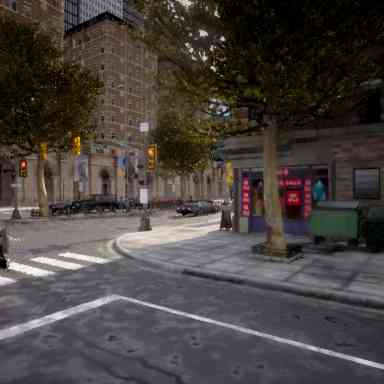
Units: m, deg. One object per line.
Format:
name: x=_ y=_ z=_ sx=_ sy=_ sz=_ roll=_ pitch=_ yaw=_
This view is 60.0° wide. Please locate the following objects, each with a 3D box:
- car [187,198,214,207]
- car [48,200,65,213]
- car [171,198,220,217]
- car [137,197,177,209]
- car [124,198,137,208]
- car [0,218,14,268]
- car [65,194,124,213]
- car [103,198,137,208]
car: x=1.425 y=1.601 z=52.756 sx=1.895 sy=1.301 sz=4.718 roll=0 pitch=0 yaw=36
car: x=-13.763 y=1.547 z=37.679 sx=2.033 sy=1.411 sz=5.357 roll=0 pitch=0 yaw=36
car: x=0.667 y=1.548 z=31.790 sx=2.033 sy=1.411 sz=5.357 roll=0 pitch=0 yaw=35
car: x=-4.594 y=1.478 z=44.420 sx=1.882 sy=1.535 sz=5.008 roll=0 pitch=0 yaw=36
car: x=-8.138 y=1.526 z=45.468 sx=1.812 sy=1.442 sz=4.674 roll=0 pitch=0 yaw=36
car: x=-6.910 y=1.495 z=10.684 sx=2.128 sy=1.511 sz=4.902 roll=-1 pitch=0 yaw=-28
car: x=-10.498 y=1.221 z=36.226 sx=2.150 sy=2.045 sz=5.566 roll=0 pitch=0 yaw=36
car: x=-10.271 y=1.595 z=47.917 sx=1.895 sy=1.301 sz=4.718 roll=0 pitch=0 yaw=36
